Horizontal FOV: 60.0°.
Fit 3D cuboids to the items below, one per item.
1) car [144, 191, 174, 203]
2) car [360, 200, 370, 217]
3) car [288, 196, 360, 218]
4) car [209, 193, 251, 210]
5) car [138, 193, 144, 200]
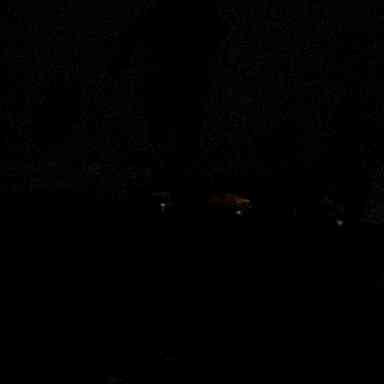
[{"bbox_3d":[-4.240,0.710,45.267,1.812,1.442,4.674,0,1,-35],"label":"car"},{"bbox_3d":[12.953,1.242,26.464,1.895,1.301,4.718,0,1,-36],"label":"car"},{"bbox_3d":[9.768,1.087,25.659,1.882,1.535,5.008,0,1,-36],"label":"car"},{"bbox_3d":[3.819,0.906,33.978,1.882,1.535,5.008,0,1,-36],"label":"car"},{"bbox_3d":[-6.748,0.597,53.742,2.033,1.411,5.357,0,1,-35],"label":"car"}]
